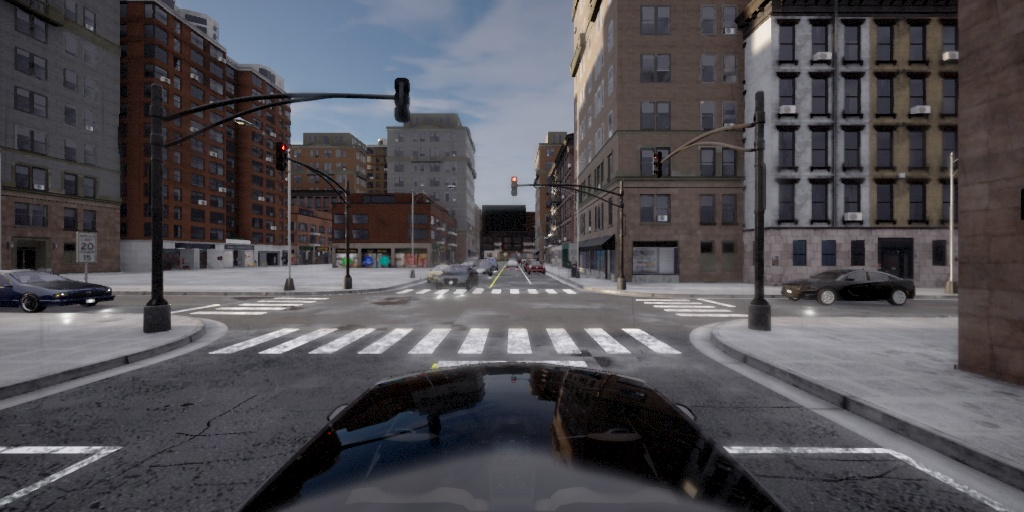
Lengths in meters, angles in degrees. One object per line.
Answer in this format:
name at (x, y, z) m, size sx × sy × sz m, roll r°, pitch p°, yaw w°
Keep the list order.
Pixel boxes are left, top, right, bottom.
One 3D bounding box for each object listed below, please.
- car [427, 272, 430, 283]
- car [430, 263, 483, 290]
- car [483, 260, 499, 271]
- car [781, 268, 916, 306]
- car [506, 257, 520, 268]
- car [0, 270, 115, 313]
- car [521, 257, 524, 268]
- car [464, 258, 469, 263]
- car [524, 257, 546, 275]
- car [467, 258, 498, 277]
car at (-5.405, 1.276, 27.928) m, size 1.751 × 1.417 × 4.829 m, roll 0°, pitch 0°, yaw 0°
car at (-3.258, 1.314, 22.069) m, size 1.994 × 1.385 × 4.181 m, roll 0°, pitch 0°, yaw 5°
car at (-2.871, 1.299, 50.189) m, size 2.033 × 1.411 × 5.357 m, roll 0°, pitch 0°, yaw 0°
car at (14.763, 1.310, 15.905) m, size 5.008 × 1.535 × 1.882 m, roll 0°, pitch 0°, yaw -1°
car at (0.064, 1.279, 61.925) m, size 1.812 × 1.442 × 4.674 m, roll 0°, pitch 0°, yaw 0°
car at (-17.810, 1.216, 12.894) m, size 5.357 × 1.411 × 2.033 m, roll 0°, pitch 0°, yaw 0°
car at (2.609, 1.066, 45.089) m, size 2.192 × 1.841 × 5.009 m, roll 0°, pitch 0°, yaw 0°
car at (-5.416, 1.302, 45.084) m, size 2.007 × 1.370 × 4.403 m, roll 0°, pitch 0°, yaw 0°
car at (2.613, 1.191, 39.427) m, size 1.967 × 1.591 × 4.097 m, roll 0°, pitch 0°, yaw 0°
car at (-2.870, 1.238, 35.968) m, size 2.128 × 1.511 × 4.902 m, roll 0°, pitch 1°, yaw 0°
